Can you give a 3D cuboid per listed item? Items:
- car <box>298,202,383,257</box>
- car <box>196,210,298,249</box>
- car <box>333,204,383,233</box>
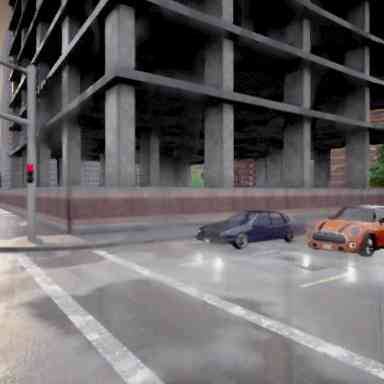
[{"bbox_3d":[6.517,1.312,12.807,4.553,1.767,2.097,0,0,-35],"label":"car"},{"bbox_3d":[2.778,1.509,14.467,5.357,1.411,2.033,0,0,-35],"label":"car"},{"bbox_3d":[11.041,1.497,20.230,5.357,1.411,2.033,0,0,-35],"label":"car"}]
